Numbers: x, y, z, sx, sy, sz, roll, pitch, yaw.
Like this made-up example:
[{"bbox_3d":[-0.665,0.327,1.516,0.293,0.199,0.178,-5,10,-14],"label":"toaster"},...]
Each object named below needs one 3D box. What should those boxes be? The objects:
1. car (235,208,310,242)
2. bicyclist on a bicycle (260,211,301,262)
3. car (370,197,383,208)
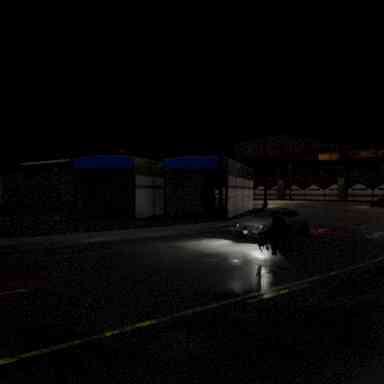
[{"bbox_3d":[4.097,1.525,16.452,4.674,1.442,1.812,0,0,-43],"label":"car"},{"bbox_3d":[2.882,1.455,11.001,0.582,1.620,1.656,0,-2,-38],"label":"bicyclist on a bicycle"},{"bbox_3d":[26.576,1.477,45.782,1.882,1.535,5.008,0,0,-4],"label":"car"}]
